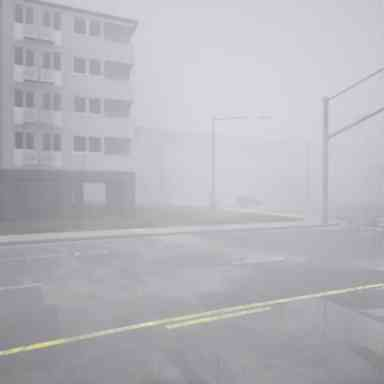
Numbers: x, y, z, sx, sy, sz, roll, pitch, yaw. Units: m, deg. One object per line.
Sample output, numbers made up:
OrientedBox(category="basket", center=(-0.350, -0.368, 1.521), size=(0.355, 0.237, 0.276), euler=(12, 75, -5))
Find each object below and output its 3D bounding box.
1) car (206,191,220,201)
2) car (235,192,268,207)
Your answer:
OrientedBox(category="car", center=(4.169, 0.752, 65.893), size=(2.150, 2.045, 5.566), euler=(0, 0, 11))
OrientedBox(category="car", center=(7.816, 1.163, 45.695), size=(1.882, 1.535, 5.008), euler=(0, 1, -24))
